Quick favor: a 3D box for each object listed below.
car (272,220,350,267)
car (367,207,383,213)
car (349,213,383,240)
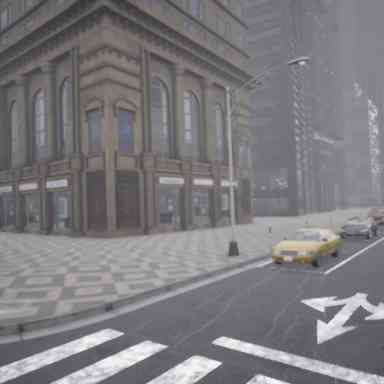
[{"bbox_3d":[4.869,2.094,13.739,1.752,1.417,4.829,-4,-4,37],"label":"car"},{"bbox_3d":[16.876,2.237,29.376,2.192,1.841,5.009,-4,-4,37],"label":"car"},{"bbox_3d":[10.929,2.298,21.618,2.008,1.369,4.403,-4,-4,37],"label":"car"}]
